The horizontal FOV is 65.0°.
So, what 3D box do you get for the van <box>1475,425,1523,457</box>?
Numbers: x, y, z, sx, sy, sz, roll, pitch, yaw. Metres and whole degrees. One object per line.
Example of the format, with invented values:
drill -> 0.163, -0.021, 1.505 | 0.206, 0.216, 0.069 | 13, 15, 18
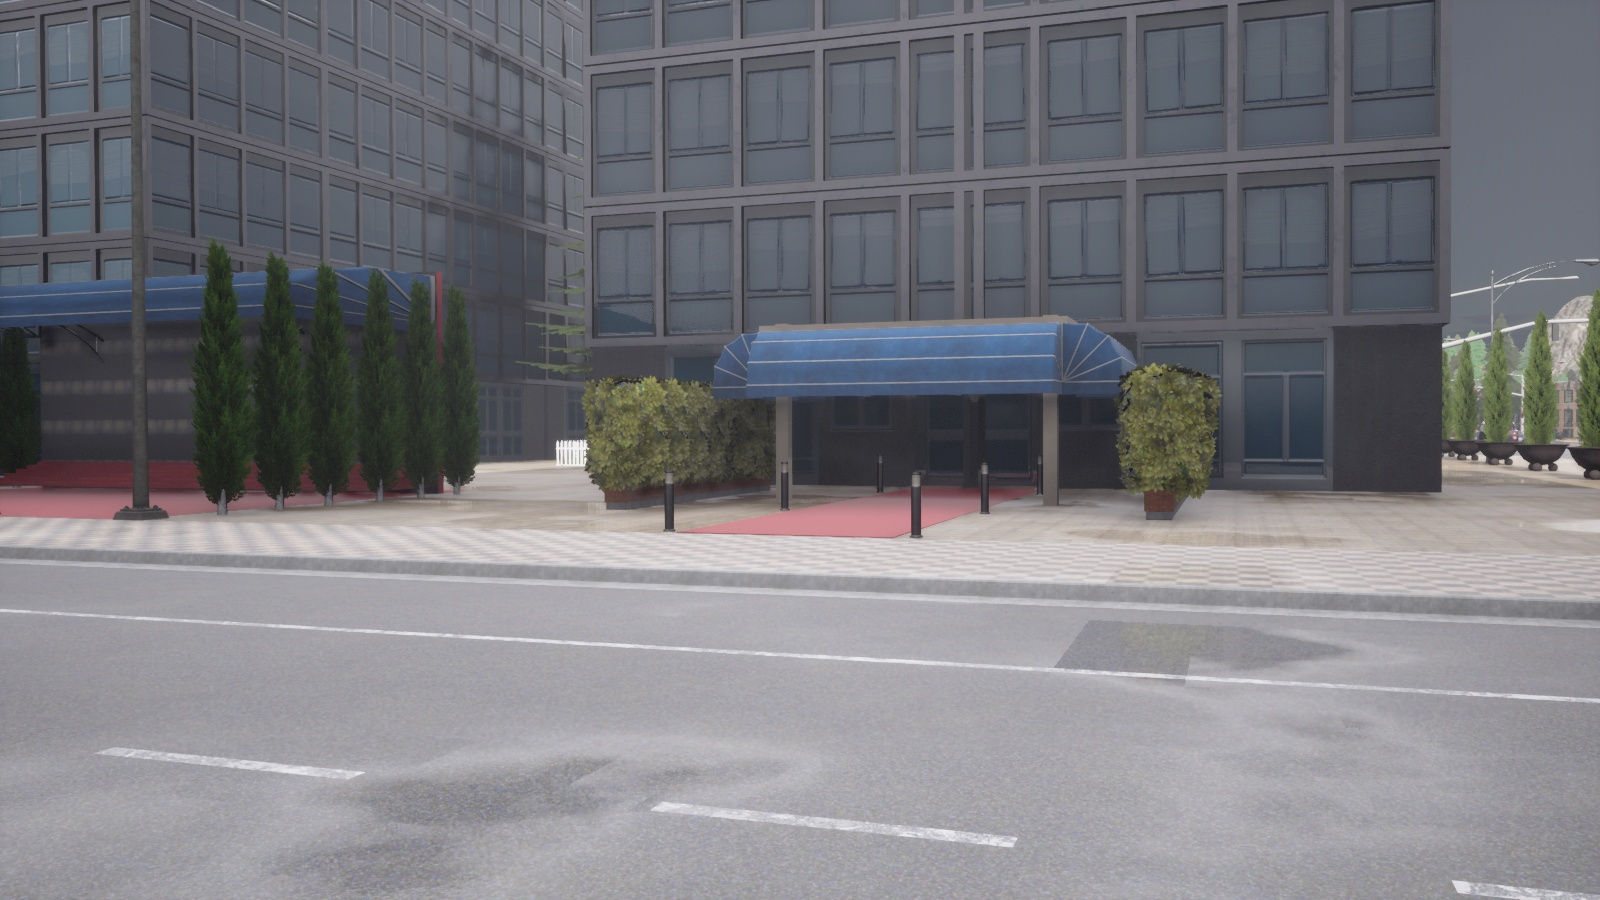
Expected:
van -> 47.010, -0.628, 84.558 | 2.069, 2.038, 4.480 | 1, 1, 19
